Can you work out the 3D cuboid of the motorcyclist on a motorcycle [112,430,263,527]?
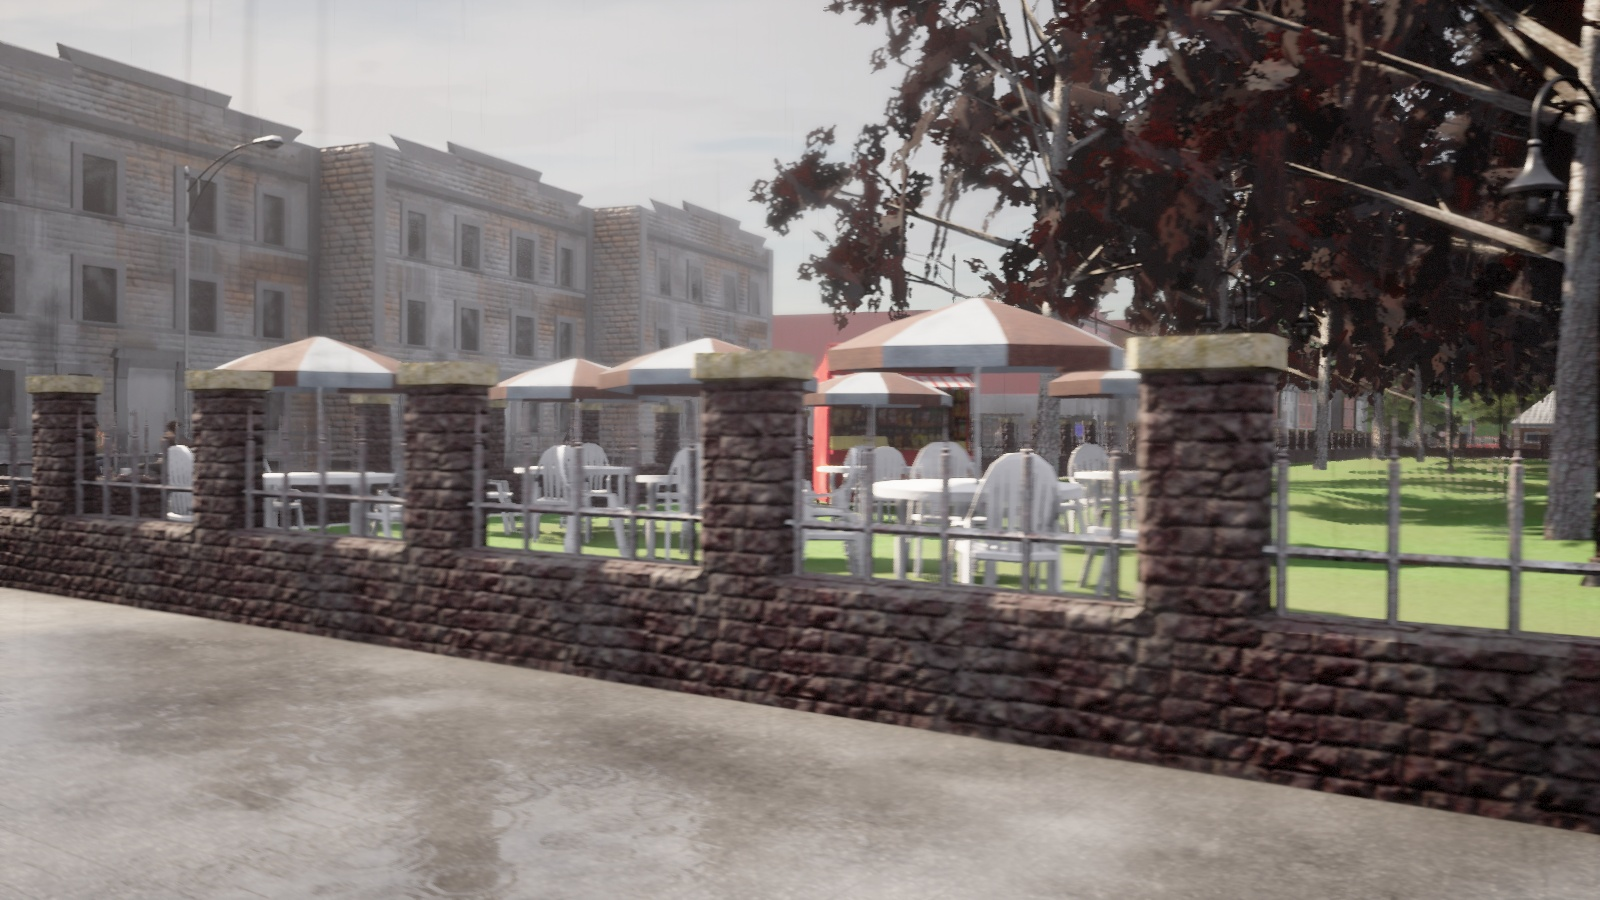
[{"bbox_3d":[-10.930,0.474,22.513,0.766,1.649,2.350,0,1,34],"label":"motorcyclist on a motorcycle"}]
